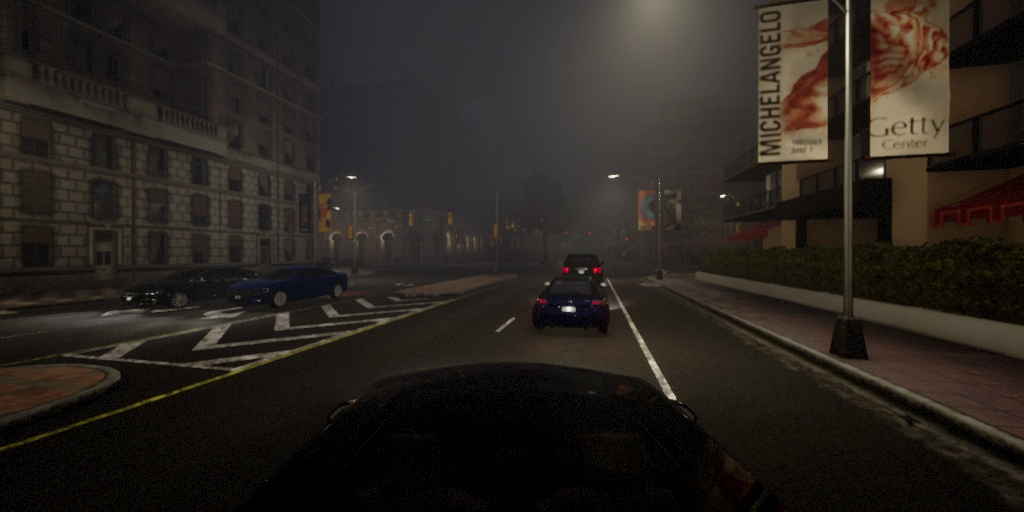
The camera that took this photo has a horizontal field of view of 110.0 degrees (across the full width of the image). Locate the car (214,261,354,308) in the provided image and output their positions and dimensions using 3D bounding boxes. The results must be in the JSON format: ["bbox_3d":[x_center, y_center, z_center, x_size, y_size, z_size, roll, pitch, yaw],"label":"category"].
[{"bbox_3d":[-9.144,1.168,15.111,1.882,1.535,5.008,0,0,13],"label":"car"}]

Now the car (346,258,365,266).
[{"bbox_3d":[-27.010,1.027,59.203,5.357,1.411,2.033,0,0,13],"label":"car"}]

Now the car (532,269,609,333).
[{"bbox_3d":[1.857,1.264,10.746,1.994,1.385,4.181,0,0,13],"label":"car"}]

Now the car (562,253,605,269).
[{"bbox_3d":[4.042,0.867,20.407,2.150,2.045,5.566,0,0,13],"label":"car"}]

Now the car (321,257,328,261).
[{"bbox_3d":[-28.047,1.040,48.486,4.892,1.490,1.837,1,0,13],"label":"car"}]

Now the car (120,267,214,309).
[{"bbox_3d":[-12.800,1.200,14.839,1.837,1.490,4.892,0,1,13],"label":"car"}]

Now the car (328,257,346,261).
[{"bbox_3d":[-27.094,0.872,51.863,4.553,1.767,2.097,0,0,13],"label":"car"}]
